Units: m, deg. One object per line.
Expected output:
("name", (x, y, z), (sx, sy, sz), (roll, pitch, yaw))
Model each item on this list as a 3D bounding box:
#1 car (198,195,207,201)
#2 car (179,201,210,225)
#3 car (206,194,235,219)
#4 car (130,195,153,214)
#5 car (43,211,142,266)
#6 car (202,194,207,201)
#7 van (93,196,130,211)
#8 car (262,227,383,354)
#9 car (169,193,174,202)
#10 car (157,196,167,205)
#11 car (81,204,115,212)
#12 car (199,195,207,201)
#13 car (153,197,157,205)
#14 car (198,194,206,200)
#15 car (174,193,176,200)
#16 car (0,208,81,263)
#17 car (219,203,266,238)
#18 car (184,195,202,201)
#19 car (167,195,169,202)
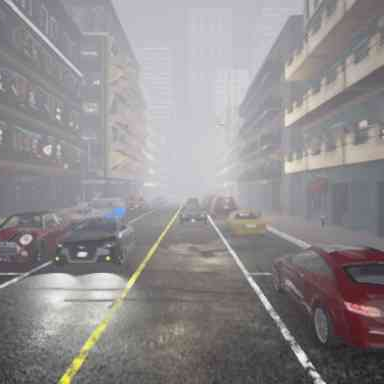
("car", (2.628, 1.476, 84.424), (1.947, 1.339, 4.313), (-1, 0, 0))
("car", (0.084, 1.574, 23.969), (1.895, 1.301, 4.718), (0, 0, 0))
("car", (2.659, 1.283, 28.403), (2.192, 1.841, 5.009), (-1, 0, 0))
("car", (-5.715, 1.278, 34.029), (2.192, 1.841, 5.009), (-1, 0, 0))
("car", (-3.100, 1.552, 11.310), (1.994, 1.385, 4.181), (0, 0, -1))
("car", (2.652, 1.271, 39.607), (2.192, 1.841, 5.009), (-1, 0, 0))
("van", (-5.684, 1.316, 22.824), (1.690, 1.788, 3.998), (-1, 0, 0))
("car", (2.676, 1.575, 5.995), (1.802, 1.307, 4.206), (-1, 0, 0))
("car", (-5.745, 1.473, 73.244), (2.008, 1.369, 4.403), (-1, 0, 0))
("car", (-5.735, 1.521, 56.437), (1.802, 1.307, 4.206), (-1, 0, 0))
("car", (-5.678, 1.532, 17.223), (2.008, 1.369, 4.403), (-1, 0, 0))
("car", (2.631, 1.441, 78.992), (1.752, 1.417, 4.829), (-1, 0, 0))
("car", (-5.732, 1.507, 39.631), (2.008, 1.369, 4.403), (-1, 0, 0))
("car", (2.623, 1.345, 90.026), (1.967, 1.590, 4.097), (-1, 0, 0))
("car", (-5.752, 1.462, 84.447), (2.008, 1.369, 4.403), (-1, 0, 0))
("car", (-5.676, 1.427, 11.620), (1.967, 1.590, 4.097), (-1, 0, 0))
("car", (2.669, 1.506, 17.369), (1.752, 1.417, 4.829), (-1, 0, 0))
("car", (0.073, 1.457, 43.739), (1.837, 1.490, 4.892), (0, 0, 0))
("car", (-5.738, 1.515, 62.039), (1.802, 1.307, 4.206), (-1, 0, 0))
